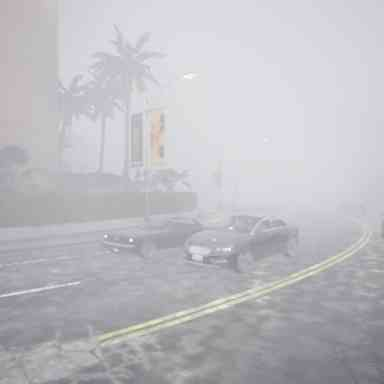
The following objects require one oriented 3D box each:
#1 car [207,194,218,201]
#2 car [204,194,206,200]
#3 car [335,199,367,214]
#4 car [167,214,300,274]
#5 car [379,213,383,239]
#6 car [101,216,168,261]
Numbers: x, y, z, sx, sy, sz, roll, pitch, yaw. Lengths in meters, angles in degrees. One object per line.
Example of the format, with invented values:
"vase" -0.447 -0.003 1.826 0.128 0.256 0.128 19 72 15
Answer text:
"car" 5.353 1.544 83.419 2.097 1.535 5.008 0 0 -2
"car" 5.049 1.428 89.839 2.185 1.767 4.553 0 0 -2
"car" 16.046 1.464 33.651 1.812 1.442 4.674 0 0 7
"car" 1.792 1.495 10.771 2.128 1.511 4.902 0 0 42
"car" 10.502 1.460 16.519 1.837 1.490 4.892 0 0 31
"car" -1.031 1.624 12.731 1.895 1.301 4.718 0 0 43
